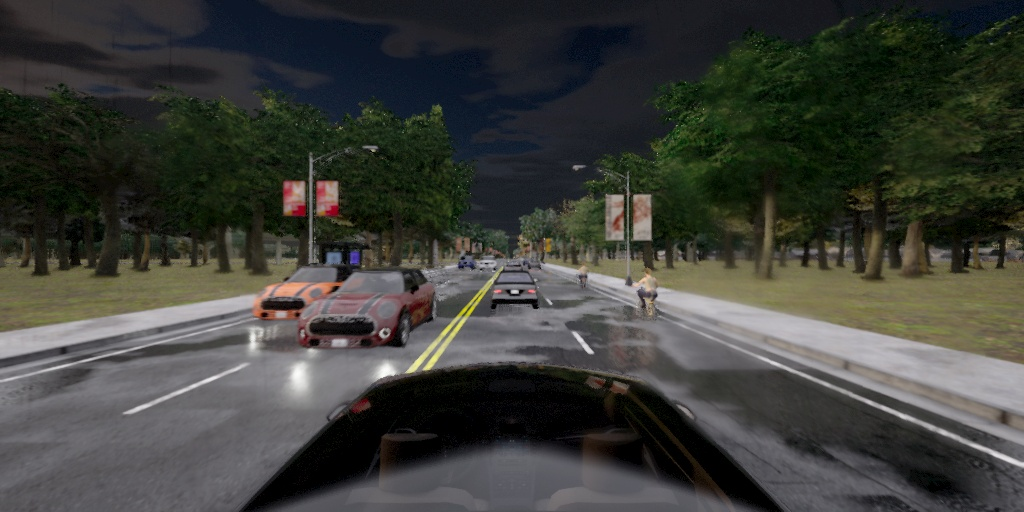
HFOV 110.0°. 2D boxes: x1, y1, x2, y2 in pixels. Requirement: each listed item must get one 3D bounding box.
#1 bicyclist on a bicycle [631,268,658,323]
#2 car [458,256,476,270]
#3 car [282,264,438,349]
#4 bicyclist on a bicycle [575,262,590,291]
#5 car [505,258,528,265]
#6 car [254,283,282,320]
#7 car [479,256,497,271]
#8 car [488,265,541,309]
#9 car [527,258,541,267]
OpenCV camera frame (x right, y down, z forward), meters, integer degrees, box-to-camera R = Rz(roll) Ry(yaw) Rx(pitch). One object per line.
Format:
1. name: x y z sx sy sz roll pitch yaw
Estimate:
1. bicyclist on a bicycle: 4.162 1.185 11.070 0.866 1.612 1.509 0 0 0
2. car: -6.578 0.974 52.956 2.150 2.045 5.566 0 0 0
3. car: -3.351 1.101 9.222 2.097 1.767 4.553 0 0 0
4. bicyclist on a bicycle: 4.160 1.185 20.947 0.866 1.612 1.509 0 0 0
5. car: 0.097 1.240 34.344 2.128 1.511 4.902 0 0 0
6. car: -6.601 1.101 12.503 2.097 1.767 4.553 0 0 0
7. car: -3.334 0.972 50.252 2.150 2.045 5.566 0 0 0
8. car: 0.098 1.296 14.998 2.033 1.411 5.357 0 0 0
9. car: 3.345 1.242 55.180 2.128 1.511 4.902 0 0 0
